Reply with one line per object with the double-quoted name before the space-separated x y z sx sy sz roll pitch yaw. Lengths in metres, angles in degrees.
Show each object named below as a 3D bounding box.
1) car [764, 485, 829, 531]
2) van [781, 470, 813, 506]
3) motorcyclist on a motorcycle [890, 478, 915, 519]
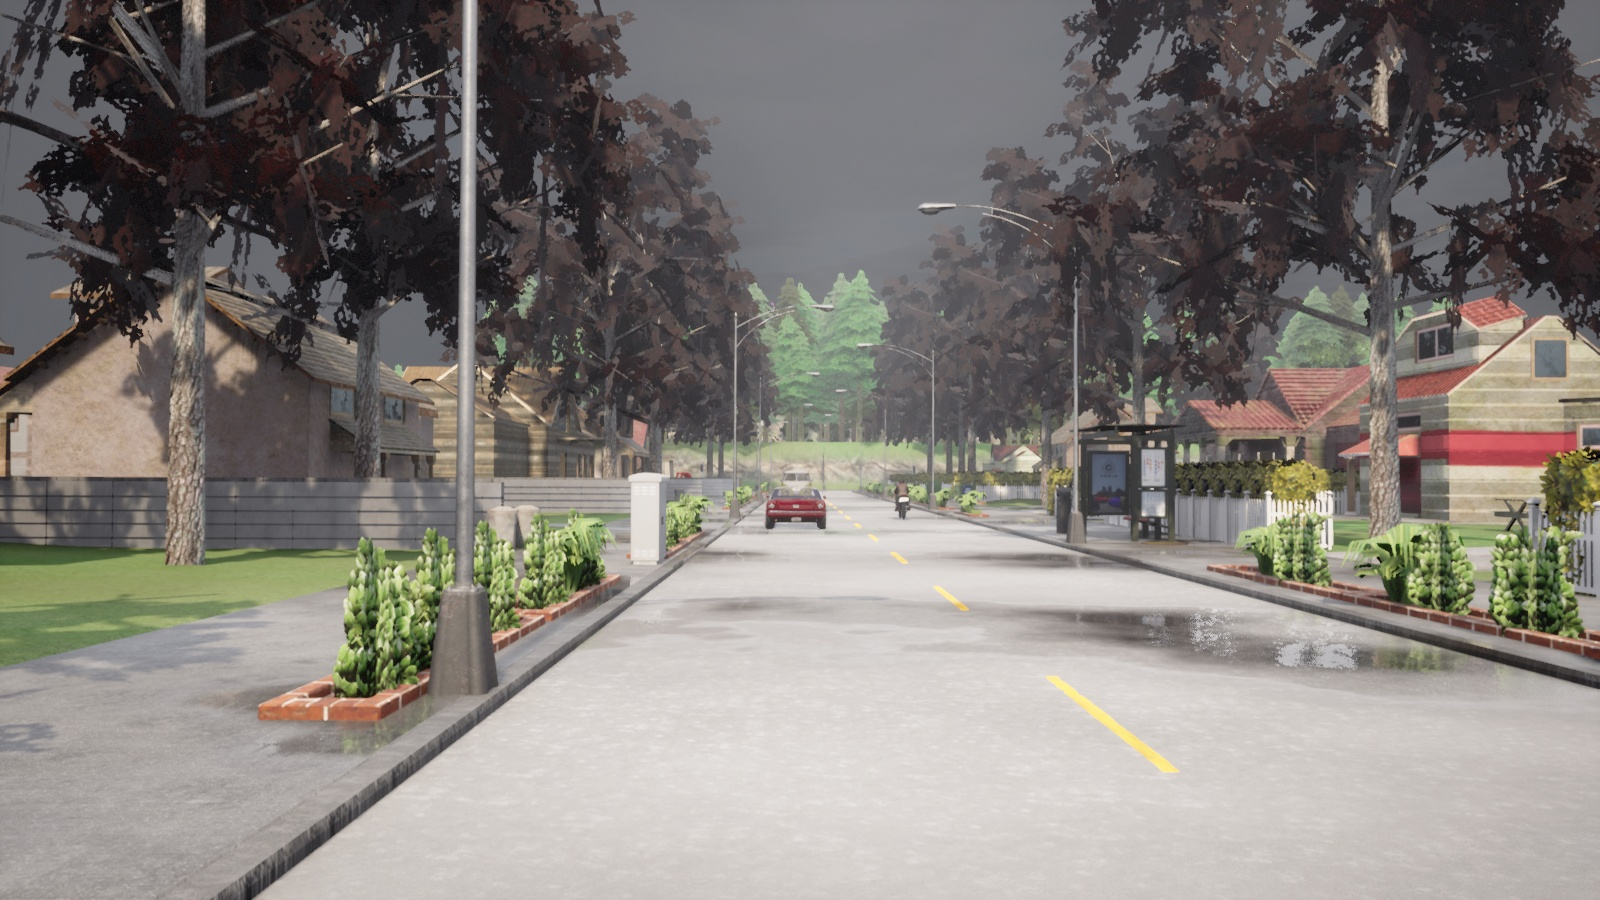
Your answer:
"car" -0.106 1.778 39.246 1.895 1.301 4.718 0 -1 0
"van" -0.196 2.150 72.337 1.775 1.987 4.442 0 -1 0
"motorcyclist on a motorcycle" 3.872 1.825 47.588 0.797 1.523 2.044 0 -1 0
